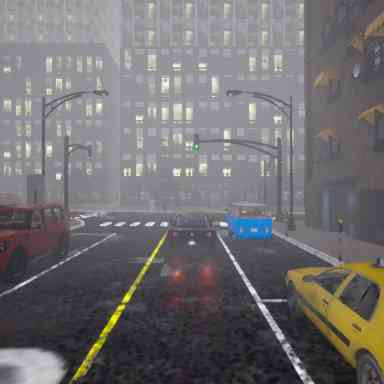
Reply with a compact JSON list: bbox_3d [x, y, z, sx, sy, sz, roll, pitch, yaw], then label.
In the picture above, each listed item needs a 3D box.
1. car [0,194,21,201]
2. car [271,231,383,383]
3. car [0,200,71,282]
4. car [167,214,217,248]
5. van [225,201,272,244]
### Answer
[{"bbox_3d":[-20.873,1.108,35.598,5.009,1.841,2.192,1,-1,0],"label":"car"},{"bbox_3d":[2.569,1.525,4.510,1.752,1.417,4.829,0,0,0],"label":"car"},{"bbox_3d":[-5.310,1.315,9.981,2.192,1.841,5.009,0,0,0],"label":"car"},{"bbox_3d":[0.000,1.619,14.680,1.895,1.301,4.718,0,0,0],"label":"car"},{"bbox_3d":[2.570,1.343,15.621,1.690,1.788,3.998,0,0,0],"label":"van"}]
